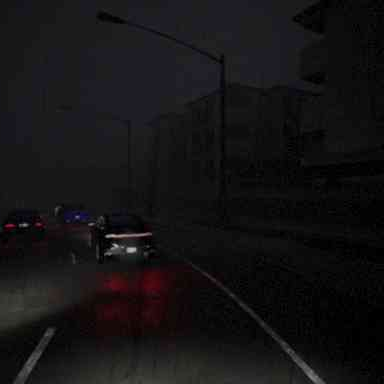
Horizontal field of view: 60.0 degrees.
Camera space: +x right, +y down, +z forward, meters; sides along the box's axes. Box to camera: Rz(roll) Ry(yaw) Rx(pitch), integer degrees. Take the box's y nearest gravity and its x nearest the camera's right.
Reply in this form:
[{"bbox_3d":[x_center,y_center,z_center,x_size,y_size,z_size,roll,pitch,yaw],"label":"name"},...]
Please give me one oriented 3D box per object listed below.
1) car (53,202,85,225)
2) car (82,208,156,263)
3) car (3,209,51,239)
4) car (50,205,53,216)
[{"bbox_3d":[-9.096,1.597,25.284,1.882,1.535,5.008,0,0,-27],"label":"car"},{"bbox_3d":[-2.706,1.543,12.311,2.128,1.511,4.902,0,0,-21],"label":"car"},{"bbox_3d":[-9.156,1.644,18.111,2.033,1.411,5.357,0,0,-28],"label":"car"},{"bbox_3d":[-12.542,1.681,32.072,1.812,1.442,4.674,0,0,-28],"label":"car"}]
